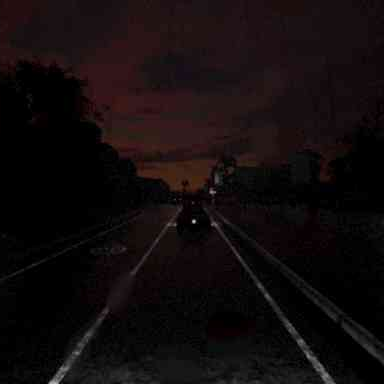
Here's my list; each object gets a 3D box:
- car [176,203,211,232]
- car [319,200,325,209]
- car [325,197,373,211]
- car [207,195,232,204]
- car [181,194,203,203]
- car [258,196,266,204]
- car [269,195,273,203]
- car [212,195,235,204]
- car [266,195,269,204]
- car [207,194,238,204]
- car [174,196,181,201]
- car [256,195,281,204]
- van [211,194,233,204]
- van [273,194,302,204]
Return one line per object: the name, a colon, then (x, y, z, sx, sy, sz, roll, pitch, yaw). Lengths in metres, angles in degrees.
car: (0.106, 1.571, 20.040, 1.994, 1.385, 4.181, 0, 0, 0)
car: (18.698, 1.498, 42.613, 4.674, 1.452, 2.002, 0, 0, 0)
car: (18.768, 1.330, 39.443, 4.553, 1.767, 2.185, 0, 0, 0)
car: (6.222, 1.622, 76.108, 5.566, 2.045, 2.435, 0, -1, -1)
car: (0.111, 1.233, 39.834, 2.150, 2.045, 5.566, 0, 0, 0)
car: (18.452, 1.583, 74.582, 5.566, 2.045, 2.435, 0, -2, -1)
car: (18.731, 1.646, 66.201, 5.366, 1.575, 1.946, 0, -1, 0)
car: (6.303, 1.532, 66.879, 4.553, 1.767, 2.185, 0, -1, 0)
car: (18.711, 1.698, 68.862, 5.366, 1.575, 1.946, 0, -1, 0)
car: (6.110, 1.604, 63.958, 5.366, 1.575, 1.946, 0, -1, 0)
car: (-3.306, 1.759, 78.560, 1.837, 1.490, 4.892, 0, -2, 0)
car: (18.385, 1.743, 80.041, 5.566, 2.045, 2.435, 0, -2, -1)
van: (6.364, 1.496, 69.918, 4.442, 1.987, 1.878, 0, -1, 0)
van: (18.450, 1.375, 63.409, 4.442, 1.987, 1.878, 0, -1, 0)
